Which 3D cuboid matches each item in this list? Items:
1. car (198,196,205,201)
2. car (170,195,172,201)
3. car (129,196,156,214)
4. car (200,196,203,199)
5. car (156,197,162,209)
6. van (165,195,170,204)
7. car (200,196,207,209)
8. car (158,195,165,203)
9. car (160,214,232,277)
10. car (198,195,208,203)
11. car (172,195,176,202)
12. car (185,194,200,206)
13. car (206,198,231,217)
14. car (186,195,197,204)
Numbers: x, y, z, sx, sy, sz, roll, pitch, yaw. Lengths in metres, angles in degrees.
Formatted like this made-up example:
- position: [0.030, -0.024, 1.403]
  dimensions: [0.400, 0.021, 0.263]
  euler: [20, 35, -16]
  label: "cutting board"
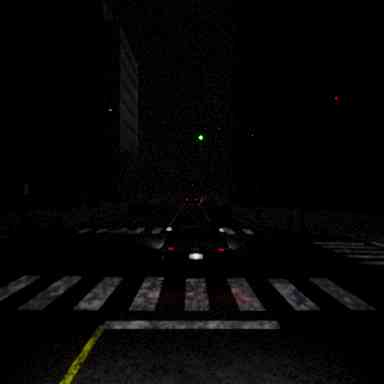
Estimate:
- position: [2.630, 1.857, 92.550]
  dimensions: [1.752, 1.417, 4.829]
  euler: [0, 0, 0]
  label: "car"
- position: [-5.864, 1.796, 70.618]
  dimensions: [2.008, 1.369, 4.403]
  euler: [0, 0, 0]
  label: "car"
- position: [-5.817, 1.442, 37.994]
  dimensions: [2.192, 1.841, 5.009]
  euler: [0, 0, 0]
  label: "car"
- position: [2.685, 1.730, 54.318]
  dimensions: [1.887, 1.381, 4.507]
  euler: [0, 0, 0]
  label: "car"
- position: [-5.833, 1.748, 48.868]
  dimensions: [1.802, 1.307, 4.206]
  euler: [0, 0, 0]
  label: "car"
- position: [-5.856, 1.566, 65.181]
  dimensions: [1.690, 1.788, 3.998]
  euler: [0, 0, 0]
  label: "van"
- position: [2.693, 1.717, 48.880]
  dimensions: [2.008, 1.369, 4.403]
  euler: [0, 0, 0]
  label: "car"
- position: [-5.840, 1.710, 54.136]
  dimensions: [1.752, 1.417, 4.829]
  euler: [0, 0, 0]
  label: "car"
- position: [0.102, 1.630, 10.550]
  dimensions: [1.994, 1.385, 4.181]
  euler: [1, 0, 0]
  label: "car"
- position: [2.646, 1.602, 81.506]
  dimensions: [2.192, 1.841, 5.009]
  euler: [0, 0, 0]
  label: "car"
- position: [-5.887, 1.874, 86.930]
  dimensions: [1.947, 1.339, 4.313]
  euler: [0, 0, 0]
  label: "car"
- position: [-0.083, 1.422, 58.493]
  dimensions: [2.150, 2.045, 5.566]
  euler: [0, 0, 0]
  label: "car"
- position: [2.716, 1.549, 32.568]
  dimensions: [1.967, 1.590, 4.097]
  euler: [0, 0, 0]
  label: "car"
- position: [-0.098, 1.595, 69.107]
  dimensions: [2.097, 1.767, 4.553]
  euler: [0, 0, 0]
  label: "car"
